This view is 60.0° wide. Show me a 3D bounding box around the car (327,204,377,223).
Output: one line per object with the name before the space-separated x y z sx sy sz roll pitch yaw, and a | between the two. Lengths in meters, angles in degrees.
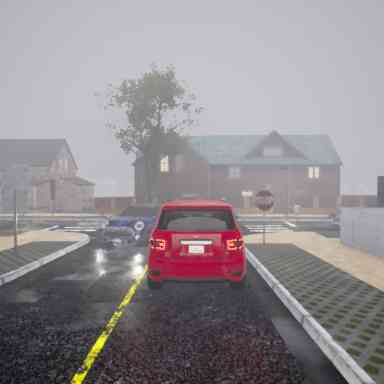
car | 12.146 1.499 22.584 5.357 1.411 2.033 0 1 2

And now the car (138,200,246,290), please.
car | 0.138 1.218 9.210 2.150 2.045 5.566 0 0 1

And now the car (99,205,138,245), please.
car | -2.302 1.360 15.262 2.097 1.767 4.553 0 -1 17
